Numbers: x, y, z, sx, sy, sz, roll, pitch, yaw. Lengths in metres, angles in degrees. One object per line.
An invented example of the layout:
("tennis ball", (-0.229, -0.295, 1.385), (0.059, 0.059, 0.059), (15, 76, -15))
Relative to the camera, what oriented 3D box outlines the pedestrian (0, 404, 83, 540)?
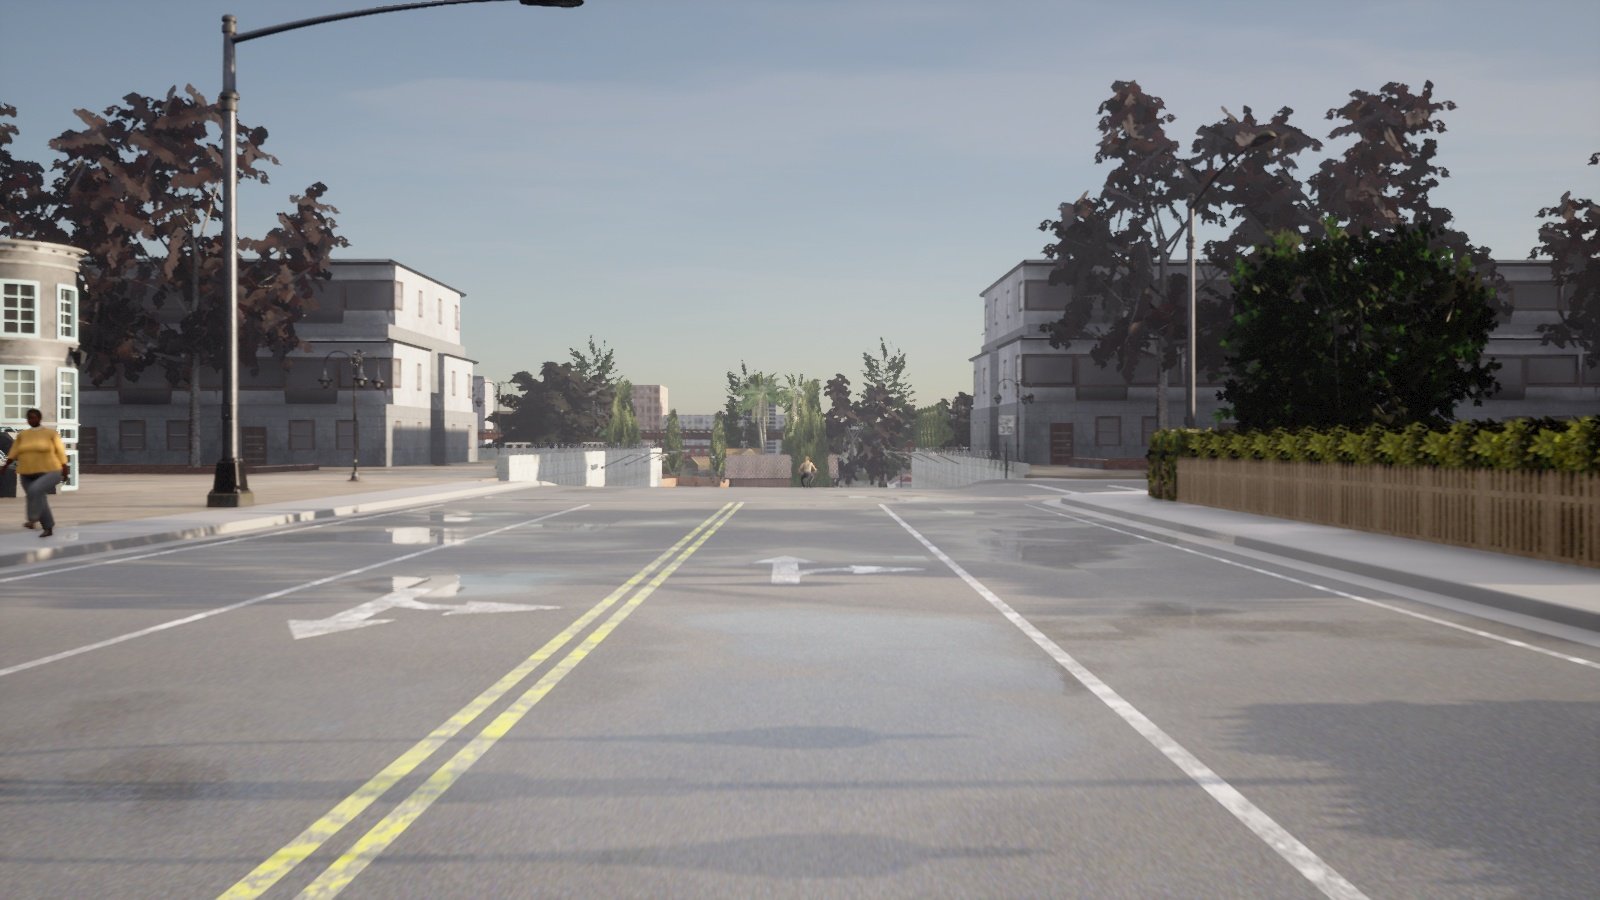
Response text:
("pedestrian", (-10.712, 0.293, 17.546), (0.874, 1.855, 0.900), (0, 0, 0))
